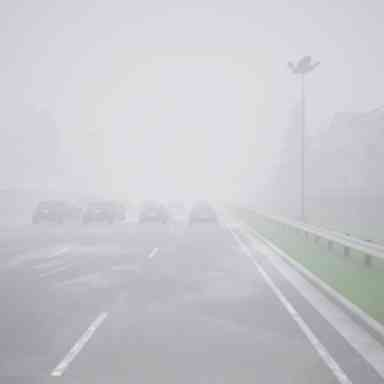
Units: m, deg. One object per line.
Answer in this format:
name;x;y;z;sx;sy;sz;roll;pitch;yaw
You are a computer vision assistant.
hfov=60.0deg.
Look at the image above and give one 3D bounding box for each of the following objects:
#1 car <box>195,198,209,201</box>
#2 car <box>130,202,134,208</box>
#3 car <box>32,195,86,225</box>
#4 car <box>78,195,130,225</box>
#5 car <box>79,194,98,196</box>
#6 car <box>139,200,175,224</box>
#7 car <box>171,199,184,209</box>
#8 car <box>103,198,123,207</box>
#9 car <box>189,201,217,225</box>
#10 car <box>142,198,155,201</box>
car;1.372;1.509;44.786;2.128;1.511;4.902;0;0;2
car;-9.149;1.604;44.587;1.895;1.301;4.718;0;0;2
car;-9.699;1.348;24.377;2.097;1.767;4.553;0;0;2
car;-6.206;1.353;24.140;2.097;1.767;4.553;0;0;2
car;-12.753;1.218;41.983;2.150;2.045;5.566;0;0;2
car;-2.680;1.569;24.939;1.994;1.385;4.181;0;0;2
car;-2.127;1.614;44.972;1.895;1.301;4.718;0;0;2
car;-12.429;1.602;52.398;1.895;1.301;4.718;0;0;2
car;0.797;1.573;24.120;1.994;1.385;4.181;0;0;2
car;-5.657;1.500;44.220;2.128;1.511;4.902;0;0;2
